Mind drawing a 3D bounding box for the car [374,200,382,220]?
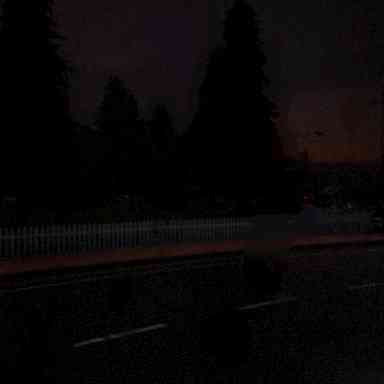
[{"bbox_3d":[15.525,1.549,23.859,2.033,1.411,5.357,0,0,-11],"label":"car"}]

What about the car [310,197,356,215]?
[{"bbox_3d":[13.764,1.321,33.076,2.097,1.767,4.553,0,0,-11],"label":"car"}]

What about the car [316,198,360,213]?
[{"bbox_3d":[16.440,1.450,37.713,2.128,1.511,4.902,0,0,-11],"label":"car"}]
